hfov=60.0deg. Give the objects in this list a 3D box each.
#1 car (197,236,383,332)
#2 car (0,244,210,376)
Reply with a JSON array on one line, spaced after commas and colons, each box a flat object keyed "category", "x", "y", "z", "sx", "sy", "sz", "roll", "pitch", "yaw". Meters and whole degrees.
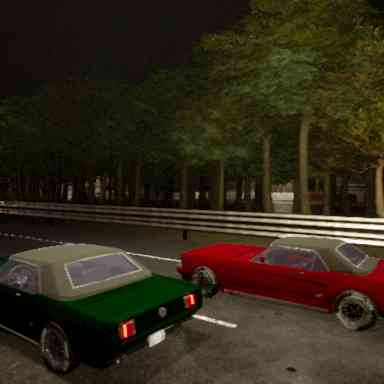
[{"category": "car", "x": 2.005, "y": 1.580, "z": 6.818, "sx": 4.718, "sy": 1.301, "sz": 1.895, "roll": 1, "pitch": 0, "yaw": 35}, {"category": "car", "x": -2.258, "y": 1.561, "z": 5.525, "sx": 4.718, "sy": 1.301, "sz": 1.895, "roll": 1, "pitch": 0, "yaw": 35}]
